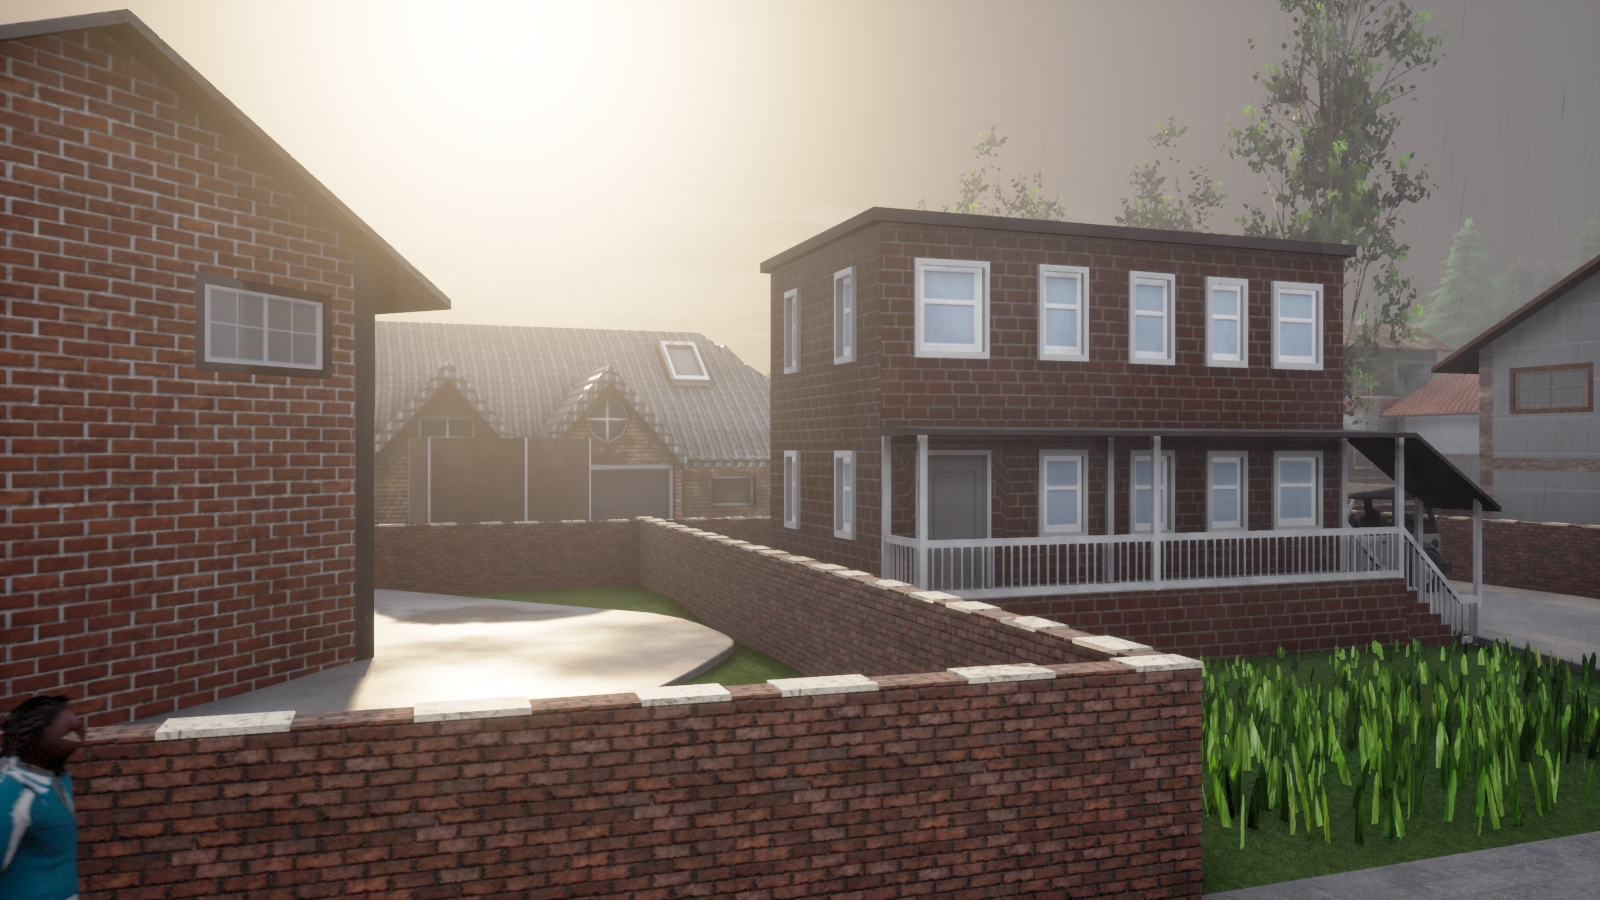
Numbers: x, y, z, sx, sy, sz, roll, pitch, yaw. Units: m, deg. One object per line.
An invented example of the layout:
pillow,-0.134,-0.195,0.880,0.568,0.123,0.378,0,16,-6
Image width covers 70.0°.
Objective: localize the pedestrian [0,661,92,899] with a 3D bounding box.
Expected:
pedestrian,-2.857,1.746,4.179,0.375,1.860,0.375,0,0,-18
